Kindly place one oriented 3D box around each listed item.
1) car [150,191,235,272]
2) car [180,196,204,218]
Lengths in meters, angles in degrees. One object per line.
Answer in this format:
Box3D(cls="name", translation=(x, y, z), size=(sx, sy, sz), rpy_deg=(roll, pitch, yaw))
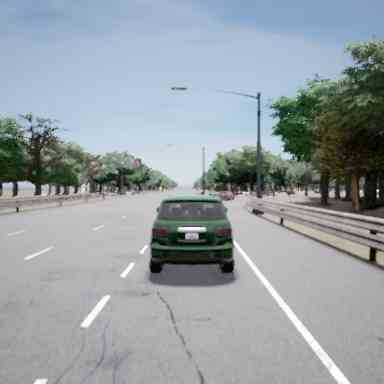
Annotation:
Box3D(cls="car", translation=(-0.002, 1.089, 10.421), size=(2.150, 2.045, 5.566), rpy_deg=(0, 1, 0))
Box3D(cls="car", translation=(0.080, 1.157, 27.526), size=(1.837, 1.490, 4.892), rpy_deg=(0, 1, 2))
